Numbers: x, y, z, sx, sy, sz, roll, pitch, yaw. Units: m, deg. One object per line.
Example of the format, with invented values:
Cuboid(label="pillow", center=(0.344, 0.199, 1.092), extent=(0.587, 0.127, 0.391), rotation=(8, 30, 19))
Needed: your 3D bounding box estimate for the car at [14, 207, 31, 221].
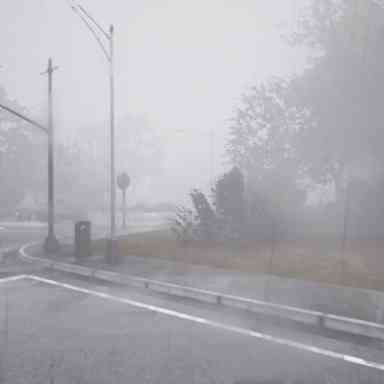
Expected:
Cuboid(label="car", center=(-13.617, 1.763, 30.338), extent=(2.128, 1.511, 4.902), rotation=(-1, 0, 32))

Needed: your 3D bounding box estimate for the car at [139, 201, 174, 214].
Cuboid(label="car", center=(-3.798, 1.807, 39.383), extent=(1.994, 1.385, 4.181), rotation=(-1, 0, 32))

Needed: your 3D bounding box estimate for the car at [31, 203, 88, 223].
Cuboid(label="car", center=(-10.880, 1.801, 28.114), extent=(1.994, 1.385, 4.181), rotation=(-1, 0, 32))

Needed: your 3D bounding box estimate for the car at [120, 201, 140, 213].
Cuboid(label="car", center=(-6.792, 1.802, 41.196), extent=(1.812, 1.442, 4.674), rotation=(-1, 0, 32))
